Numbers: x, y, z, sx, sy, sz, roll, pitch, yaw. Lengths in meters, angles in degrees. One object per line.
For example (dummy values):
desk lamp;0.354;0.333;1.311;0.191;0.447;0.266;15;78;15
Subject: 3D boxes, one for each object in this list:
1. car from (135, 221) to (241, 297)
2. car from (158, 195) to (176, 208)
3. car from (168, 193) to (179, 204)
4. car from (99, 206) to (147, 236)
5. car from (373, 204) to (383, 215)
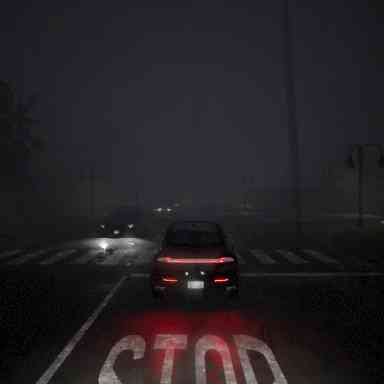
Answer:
car;0.066;1.492;8.534;2.128;1.511;4.902;0;0;0
car;-3.724;1.547;47.128;2.033;1.411;5.357;0;0;0
car;-3.690;1.209;64.630;2.150;2.045;5.566;0;0;0
car;-3.664;1.534;18.724;2.033;1.411;5.357;0;1;0
car;18.917;1.337;29.785;4.892;1.490;1.837;0;0;0
